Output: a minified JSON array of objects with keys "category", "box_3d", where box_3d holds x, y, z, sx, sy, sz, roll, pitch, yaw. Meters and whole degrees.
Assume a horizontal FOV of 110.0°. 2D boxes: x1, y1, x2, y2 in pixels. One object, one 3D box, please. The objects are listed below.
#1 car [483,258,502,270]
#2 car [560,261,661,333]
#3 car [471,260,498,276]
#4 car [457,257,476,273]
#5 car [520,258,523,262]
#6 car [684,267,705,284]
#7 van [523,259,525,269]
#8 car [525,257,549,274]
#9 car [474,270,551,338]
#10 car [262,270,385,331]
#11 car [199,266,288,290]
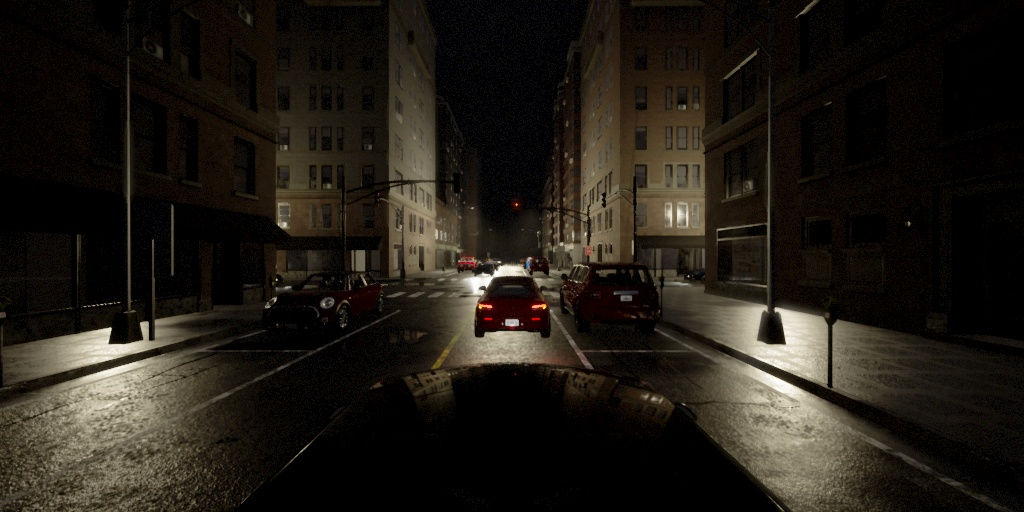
[{"category":"car","box_3d":[-2.740,1.345,47.480,1.895,1.301,4.718,0,0,0]},{"category":"car","box_3d":[2.656,1.064,10.696,2.192,1.841,5.009,0,0,0]},{"category":"car","box_3d":[-2.769,1.347,36.672,1.895,1.301,4.718,0,0,0]},{"category":"car","box_3d":[-5.326,1.060,43.274,2.192,1.841,5.009,0,0,0]},{"category":"car","box_3d":[2.805,1.058,54.264,2.192,1.841,5.009,0,0,0]},{"category":"car","box_3d":[14.669,1.269,25.757,4.181,1.385,1.994,0,0,0]},{"category":"van","box_3d":[2.797,1.085,48.760,1.690,1.789,3.998,0,0,0]},{"category":"car","box_3d":[2.781,1.061,37.752,2.192,1.841,5.009,0,0,0]},{"category":"car","box_3d":[0.025,1.275,10.053,1.812,1.442,4.674,0,0,1]},{"category":"car","box_3d":[-5.369,1.189,10.714,1.967,1.591,4.097,0,0,0]},{"category":"car","box_3d":[-17.068,1.360,22.958,4.181,1.385,1.994,0,0,0]}]
